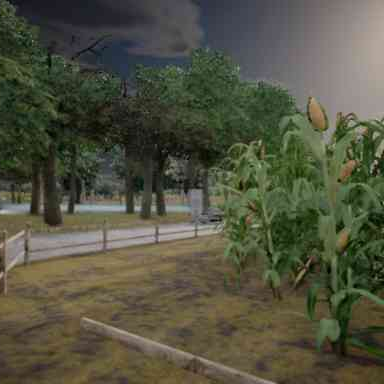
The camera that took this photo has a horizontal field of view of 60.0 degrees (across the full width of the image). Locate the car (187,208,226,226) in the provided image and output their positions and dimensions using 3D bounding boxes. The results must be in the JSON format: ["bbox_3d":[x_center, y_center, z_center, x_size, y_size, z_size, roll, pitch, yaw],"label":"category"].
[{"bbox_3d":[1.458,2.280,31.490,2.128,1.511,4.902,1,-1,35],"label":"car"}]
